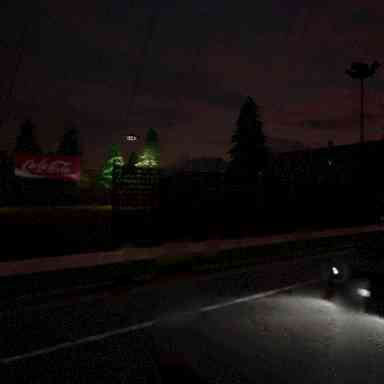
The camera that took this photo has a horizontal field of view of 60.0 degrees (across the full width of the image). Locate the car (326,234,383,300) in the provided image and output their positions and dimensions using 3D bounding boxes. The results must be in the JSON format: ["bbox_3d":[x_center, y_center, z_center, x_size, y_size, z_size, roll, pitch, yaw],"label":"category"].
[{"bbox_3d":[5.597,1.658,8.230,5.357,1.411,2.033,1,-1,-36],"label":"car"}]
